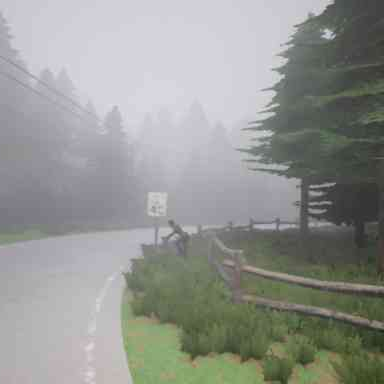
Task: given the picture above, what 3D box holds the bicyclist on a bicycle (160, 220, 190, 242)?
[{"bbox_3d":[-0.624,1.849,12.188,1.656,1.620,0.582,1,-2,3],"label":"bicyclist on a bicycle"}]
